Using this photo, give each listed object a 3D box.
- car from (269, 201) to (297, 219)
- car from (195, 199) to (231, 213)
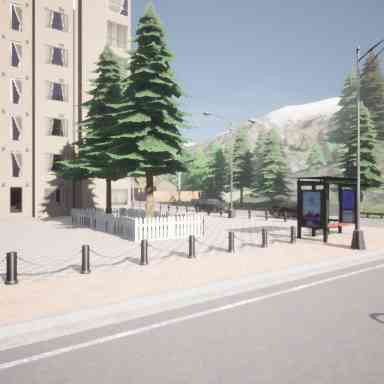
[{"bbox_3d":[8.669,1.493,27.582,1.882,1.535,5.008,0,0,-35],"label":"car"},{"bbox_3d":[2.273,1.520,36.728,1.837,1.490,4.892,0,0,-35],"label":"car"}]
